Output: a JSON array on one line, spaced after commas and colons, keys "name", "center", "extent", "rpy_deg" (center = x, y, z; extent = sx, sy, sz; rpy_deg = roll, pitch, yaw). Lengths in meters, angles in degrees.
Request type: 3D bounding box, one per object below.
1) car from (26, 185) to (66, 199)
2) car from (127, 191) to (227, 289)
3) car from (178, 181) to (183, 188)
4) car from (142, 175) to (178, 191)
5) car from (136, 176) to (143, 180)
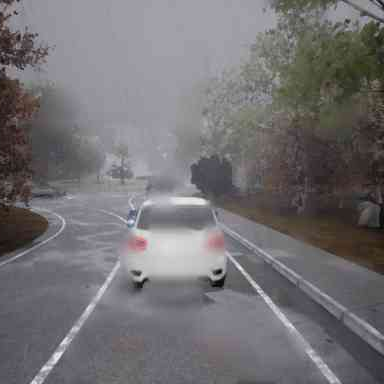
[{"name": "car", "center": [-15.866, -0.033, 35.943], "extent": [4.181, 1.385, 1.994], "rpy_deg": [-1, 5, -11]}, {"name": "car", "center": [-0.408, 1.134, 9.159], "extent": [2.150, 2.045, 5.566], "rpy_deg": [0, 1, -2]}, {"name": "car", "center": [-3.174, -1.333, 50.890], "extent": [2.128, 1.511, 4.902], "rpy_deg": [3, 6, 30]}, {"name": "car", "center": [-3.865, -0.862, 41.818], "extent": [2.150, 2.045, 5.566], "rpy_deg": [1, 4, 14]}, {"name": "car", "center": [-10.398, -3.253, 75.211], "extent": [4.718, 1.301, 1.895], "rpy_deg": [2, 5, 28]}]
